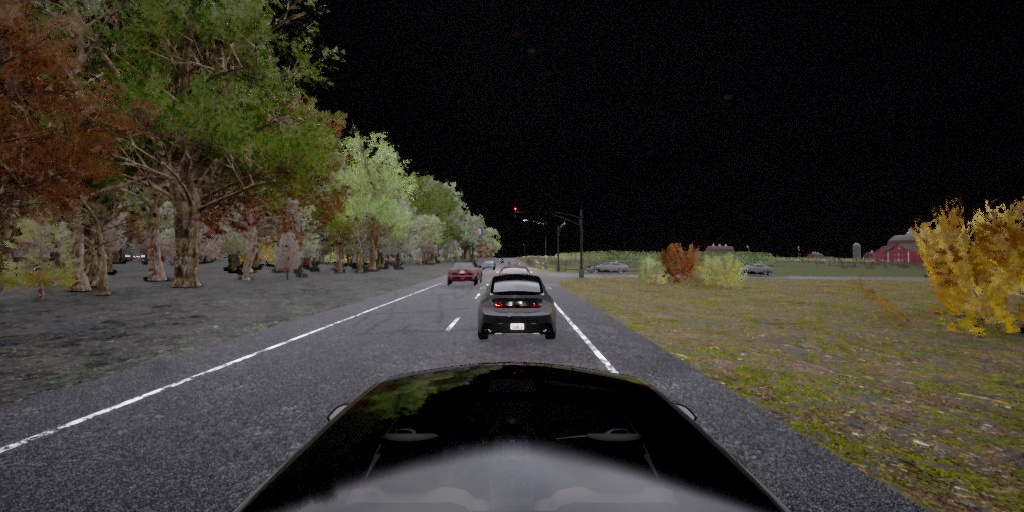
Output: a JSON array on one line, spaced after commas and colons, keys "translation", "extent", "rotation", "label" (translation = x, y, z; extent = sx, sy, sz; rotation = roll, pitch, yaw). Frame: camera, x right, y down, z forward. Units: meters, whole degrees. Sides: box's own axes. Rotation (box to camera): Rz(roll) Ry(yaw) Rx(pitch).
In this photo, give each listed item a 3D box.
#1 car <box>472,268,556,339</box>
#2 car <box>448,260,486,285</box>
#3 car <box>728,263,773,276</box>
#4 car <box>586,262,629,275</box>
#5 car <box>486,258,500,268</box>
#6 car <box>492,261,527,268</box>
[{"translation": [0.115, 1.257, 10.061], "extent": [1.837, 1.490, 4.892], "rotation": [0, 0, 0], "label": "car"}, {"translation": [-3.359, 1.107, 26.386], "extent": [2.097, 1.767, 4.553], "rotation": [0, 0, 0], "label": "car"}, {"translation": [27.835, 1.602, 42.065], "extent": [4.902, 1.511, 2.128], "rotation": [1, -1, 0], "label": "car"}, {"translation": [11.344, 1.429, 42.577], "extent": [4.902, 1.511, 2.128], "rotation": [1, -1, 6], "label": "car"}, {"translation": [-3.314, 1.304, 53.258], "extent": [2.033, 1.411, 5.357], "rotation": [0, 0, 0], "label": "car"}, {"translation": [0.134, 1.232, 19.424], "extent": [1.882, 1.535, 5.008], "rotation": [0, 0, 0], "label": "car"}]
